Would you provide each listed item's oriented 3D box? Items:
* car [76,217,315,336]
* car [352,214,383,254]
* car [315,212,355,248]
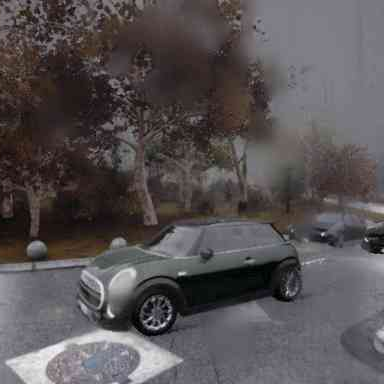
[{"bbox_3d":[0.092,1.360,6.781,4.553,1.767,2.097,0,0,-33],"label":"car"},{"bbox_3d":[8.562,1.641,12.964,5.357,1.411,2.033,1,-1,-41],"label":"car"},{"bbox_3d":[6.742,1.642,15.562,5.357,1.411,2.033,1,-1,-41],"label":"car"}]
